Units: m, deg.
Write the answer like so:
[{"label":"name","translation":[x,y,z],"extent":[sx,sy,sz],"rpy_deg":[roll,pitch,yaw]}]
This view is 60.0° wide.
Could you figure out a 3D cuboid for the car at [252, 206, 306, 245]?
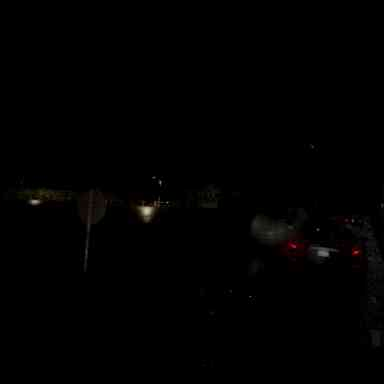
[{"label":"car","translation":[5.107,1.823,18.523],"extent":[2.150,2.045,5.566],"rpy_deg":[2,-1,28]}]

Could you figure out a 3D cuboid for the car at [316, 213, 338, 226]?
[{"label":"car","translation":[15.856,3.211,39.015],"extent":[1.895,1.301,4.718],"rpy_deg":[2,-2,28]}]

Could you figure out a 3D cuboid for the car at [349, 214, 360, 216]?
[{"label":"car","translation":[18.156,3.222,37.282],"extent":[2.033,1.411,5.357],"rpy_deg":[2,-2,28]}]

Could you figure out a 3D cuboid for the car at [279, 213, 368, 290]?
[{"label":"car","translation":[4.416,1.740,10.683],"extent":[2.097,1.767,4.553],"rpy_deg":[2,-1,27]}]
